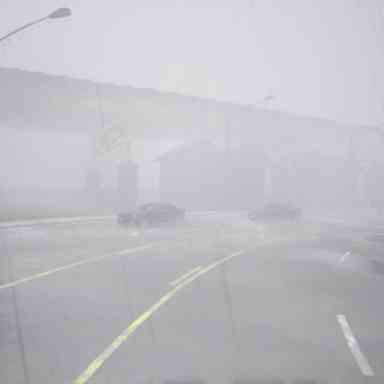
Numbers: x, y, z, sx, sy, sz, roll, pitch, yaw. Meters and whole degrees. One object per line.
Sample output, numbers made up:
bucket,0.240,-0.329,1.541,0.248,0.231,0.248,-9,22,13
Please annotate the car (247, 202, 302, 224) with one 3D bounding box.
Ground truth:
car,6.290,1.547,25.141,4.892,1.490,1.837,1,0,-34

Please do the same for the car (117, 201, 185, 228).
car,-2.544,1.389,21.551,1.882,1.535,5.008,1,0,40
